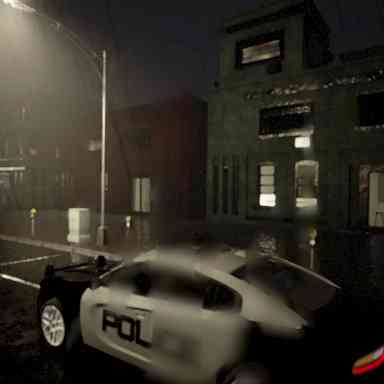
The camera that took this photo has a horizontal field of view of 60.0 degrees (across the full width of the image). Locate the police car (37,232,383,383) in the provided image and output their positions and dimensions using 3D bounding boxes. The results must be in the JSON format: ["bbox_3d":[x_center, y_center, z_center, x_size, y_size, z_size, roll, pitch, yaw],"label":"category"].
[{"bbox_3d":[-0.184,1.400,4.500,5.238,1.638,1.930,1,0,36],"label":"police car"}]
